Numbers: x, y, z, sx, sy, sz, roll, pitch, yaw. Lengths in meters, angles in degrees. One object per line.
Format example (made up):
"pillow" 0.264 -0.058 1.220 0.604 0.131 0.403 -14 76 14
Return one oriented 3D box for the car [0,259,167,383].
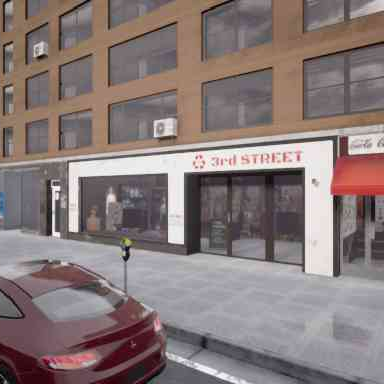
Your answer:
"car" -2.217 1.582 4.395 4.206 1.307 1.802 0 0 36
